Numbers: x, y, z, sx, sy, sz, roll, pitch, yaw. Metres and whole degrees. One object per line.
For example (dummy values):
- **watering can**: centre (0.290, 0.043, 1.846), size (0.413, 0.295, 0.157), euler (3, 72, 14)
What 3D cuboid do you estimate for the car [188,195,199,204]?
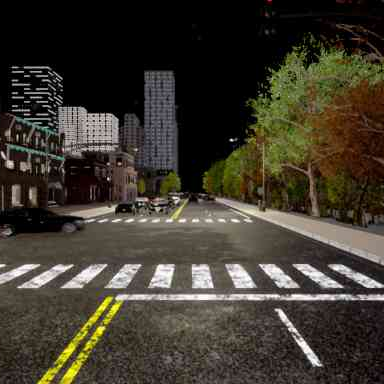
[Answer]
- **car**: centre (0.223, 1.482, 62.845), size (1.837, 1.490, 4.892), euler (0, 0, 0)

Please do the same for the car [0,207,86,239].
- **car**: centre (-7.943, 1.529, 17.226), size (4.674, 1.442, 1.812), euler (0, 0, -17)

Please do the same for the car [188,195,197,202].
- **car**: centre (0.146, 1.494, 74.630), size (1.812, 1.442, 4.674), euler (0, 0, 0)

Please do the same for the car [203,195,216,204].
- **car**: centre (3.471, 1.469, 62.669), size (2.128, 1.511, 4.902), euler (0, 0, 0)

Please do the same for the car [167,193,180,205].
- **car**: centre (-3.211, 1.202, 55.236), size (2.150, 2.045, 5.566), euler (0, 0, 1)

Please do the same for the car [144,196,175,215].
- **car**: centre (-3.275, 1.481, 34.270), size (2.128, 1.511, 4.902), euler (0, 0, 0)

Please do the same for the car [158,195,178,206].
- **car**: centre (-3.248, 1.490, 44.511), size (1.837, 1.490, 4.892), euler (0, 0, 0)

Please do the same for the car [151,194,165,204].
- **car**: centre (-6.420, 1.329, 63.645), size (2.097, 1.767, 4.553), euler (0, 0, 1)

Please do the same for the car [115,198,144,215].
- **car**: centre (-6.527, 1.554, 33.962), size (1.994, 1.385, 4.181), euler (0, 0, 0)

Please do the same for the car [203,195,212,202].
- **car**: centre (3.392, 1.448, 74.292), size (1.882, 1.535, 5.008), euler (0, 0, 0)
